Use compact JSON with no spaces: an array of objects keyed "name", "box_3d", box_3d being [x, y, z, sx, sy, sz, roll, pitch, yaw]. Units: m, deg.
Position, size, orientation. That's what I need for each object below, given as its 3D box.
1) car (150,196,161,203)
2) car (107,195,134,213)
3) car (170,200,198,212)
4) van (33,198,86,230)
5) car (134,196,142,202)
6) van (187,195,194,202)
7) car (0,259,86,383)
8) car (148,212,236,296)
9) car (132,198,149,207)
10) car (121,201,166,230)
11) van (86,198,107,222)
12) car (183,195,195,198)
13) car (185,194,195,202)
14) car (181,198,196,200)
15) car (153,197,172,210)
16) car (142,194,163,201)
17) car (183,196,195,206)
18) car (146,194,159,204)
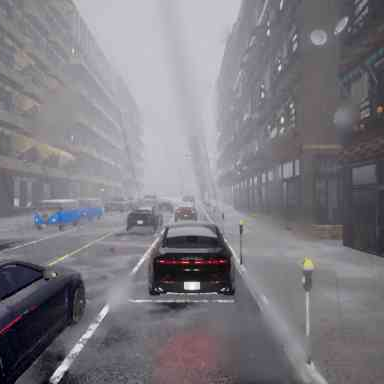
[{"name":"car","box_3d":[-8.326,1.725,76.058,1.887,1.381,4.507,1,0,0]},{"name":"car","box_3d":[-8.315,1.366,37.346,2.192,1.841,5.009,1,0,0]},{"name":"car","box_3d":[-0.439,1.572,26.224,1.887,1.381,4.507,1,0,0]},{"name":"van","box_3d":[-8.313,1.359,20.753,1.690,1.788,3.998,2,0,0]},{"name":"car","box_3d":[-8.315,1.379,42.875,2.192,1.841,5.009,1,0,0]},{"name":"van","box_3d":[-0.476,1.576,87.068,1.690,1.788,3.998,1,0,0]},{"name":"car","box_3d":[-2.920,1.566,4.411,1.994,1.385,4.181,0,0,0]},{"name":"car","box_3d":[-0.001,1.509,8.653,1.837,1.490,4.892,0,0,0]},{"name":"car","box_3d":[-8.323,1.661,53.937,1.947,1.339,4.313,1,0,0]},{"name":"car","box_3d":[-2.922,1.543,21.023,1.812,1.442,4.674,0,0,0]},{"name":"van","box_3d":[-8.314,1.368,26.285,1.690,1.788,3.998,1,0,0]},{"name":"car","box_3d":[-0.430,1.490,37.286,1.967,1.590,4.097,1,0,0]},{"name":"car","box_3d":[-0.475,1.521,81.536,2.192,1.841,5.009,1,0,0]},{"name":"car","box_3d":[-0.439,1.583,31.754,1.887,1.381,4.507,1,0,0]},{"name":"car","box_3d":[-3.024,1.578,38.299,1.812,1.442,4.674,0,0,0]},{"name":"car","box_3d":[-5.774,1.316,46.760,2.150,2.045,5.566,0,0,0]},{"name":"car","box_3d":[-0.475,1.553,59.411,1.967,1.590,4.097,1,0,0]},{"name":"car","box_3d":[-8.319,1.471,70.528,2.192,1.841,5.009,1,0,0]}]
